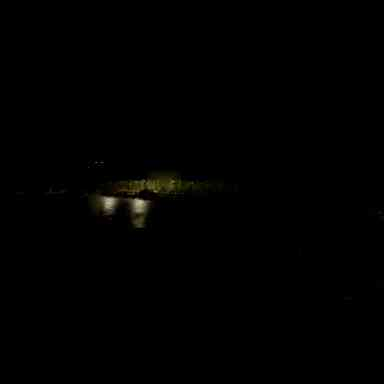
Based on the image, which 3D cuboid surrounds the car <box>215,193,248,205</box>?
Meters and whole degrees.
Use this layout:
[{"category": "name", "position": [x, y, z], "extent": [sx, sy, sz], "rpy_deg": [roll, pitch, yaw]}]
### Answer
[{"category": "car", "position": [5.008, 0.862, 42.415], "extent": [2.128, 1.511, 4.902], "rpy_deg": [0, 1, -35]}]

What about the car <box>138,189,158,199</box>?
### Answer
[{"category": "car", "position": [-8.000, 0.319, 60.806], "extent": [2.097, 1.767, 4.553], "rpy_deg": [0, 1, -35]}]
